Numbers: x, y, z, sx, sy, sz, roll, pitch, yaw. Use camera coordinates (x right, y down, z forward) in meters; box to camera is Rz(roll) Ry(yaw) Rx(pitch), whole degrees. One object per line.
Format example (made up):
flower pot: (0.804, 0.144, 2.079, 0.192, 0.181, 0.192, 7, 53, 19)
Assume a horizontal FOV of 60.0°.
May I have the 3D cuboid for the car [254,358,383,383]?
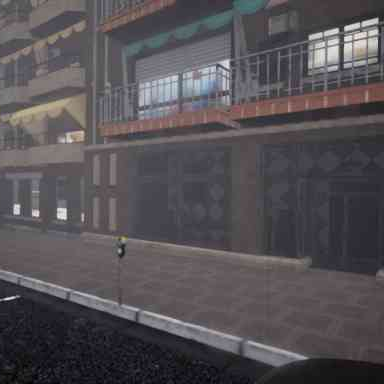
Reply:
car: (2.147, 1.551, 1.326, 4.403, 1.369, 2.008, 0, 1, 36)
